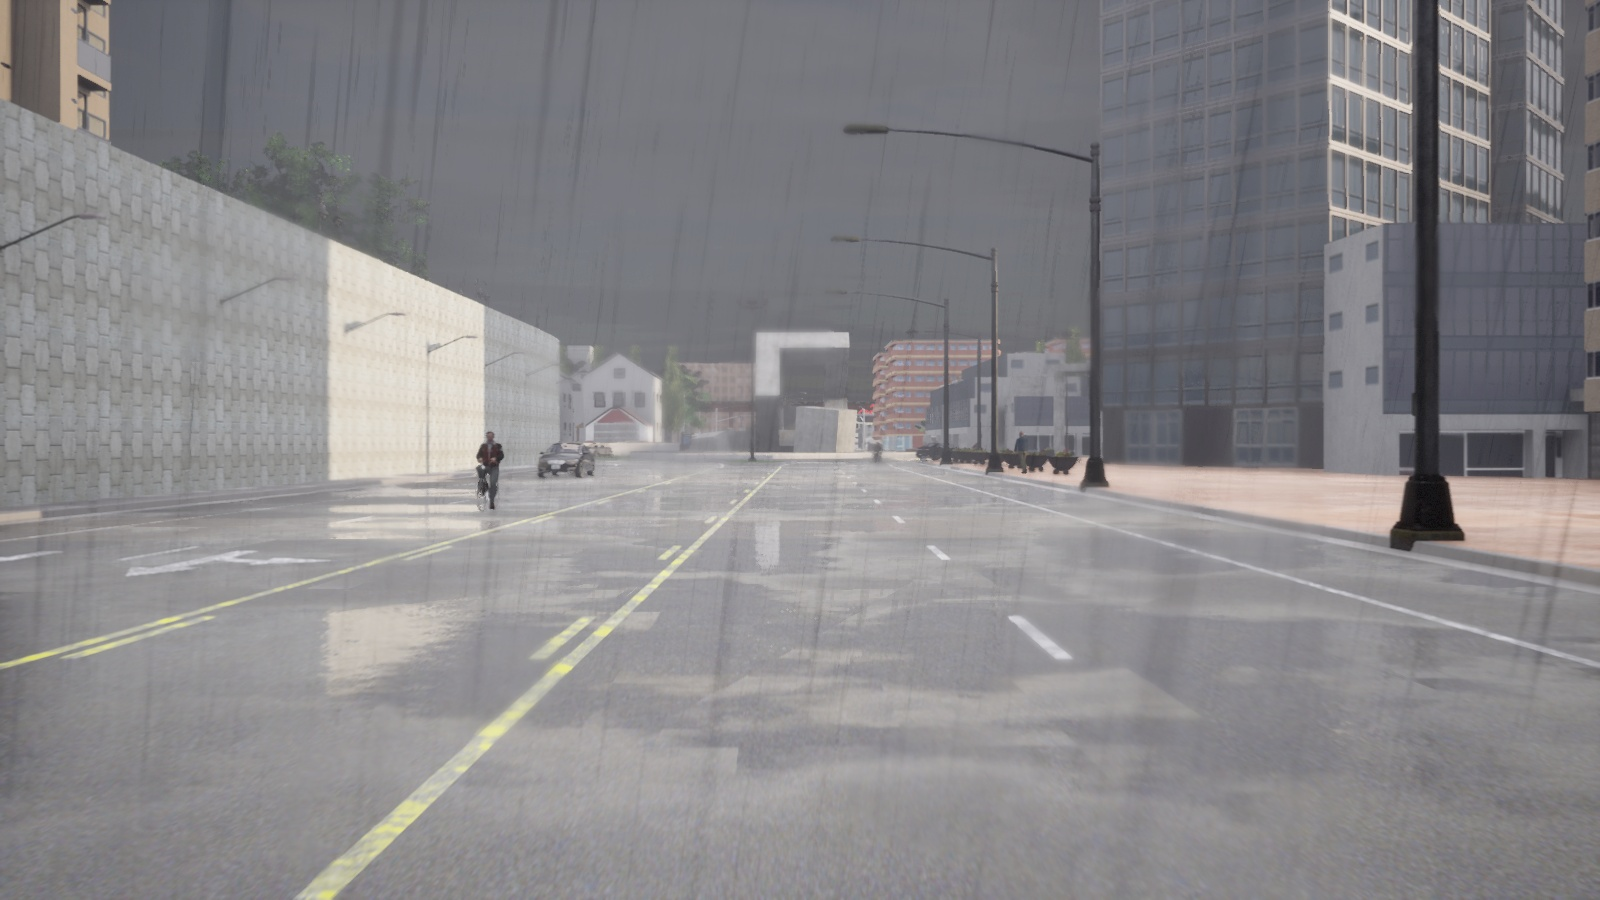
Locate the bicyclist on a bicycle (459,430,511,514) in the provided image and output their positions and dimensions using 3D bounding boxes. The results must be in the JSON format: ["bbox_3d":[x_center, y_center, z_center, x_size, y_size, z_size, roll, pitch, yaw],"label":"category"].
[{"bbox_3d":[-6.829,0.458,27.321,0.659,1.776,1.843,0,0,0],"label":"bicyclist on a bicycle"}]

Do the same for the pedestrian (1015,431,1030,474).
[{"bbox_3d":[9.462,0.108,53.357,0.402,1.842,0.726,0,0,-9],"label":"pedestrian"}]

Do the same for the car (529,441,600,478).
[{"bbox_3d":[-10.174,0.386,54.652,2.128,1.511,4.902,0,0,0],"label":"car"}]
